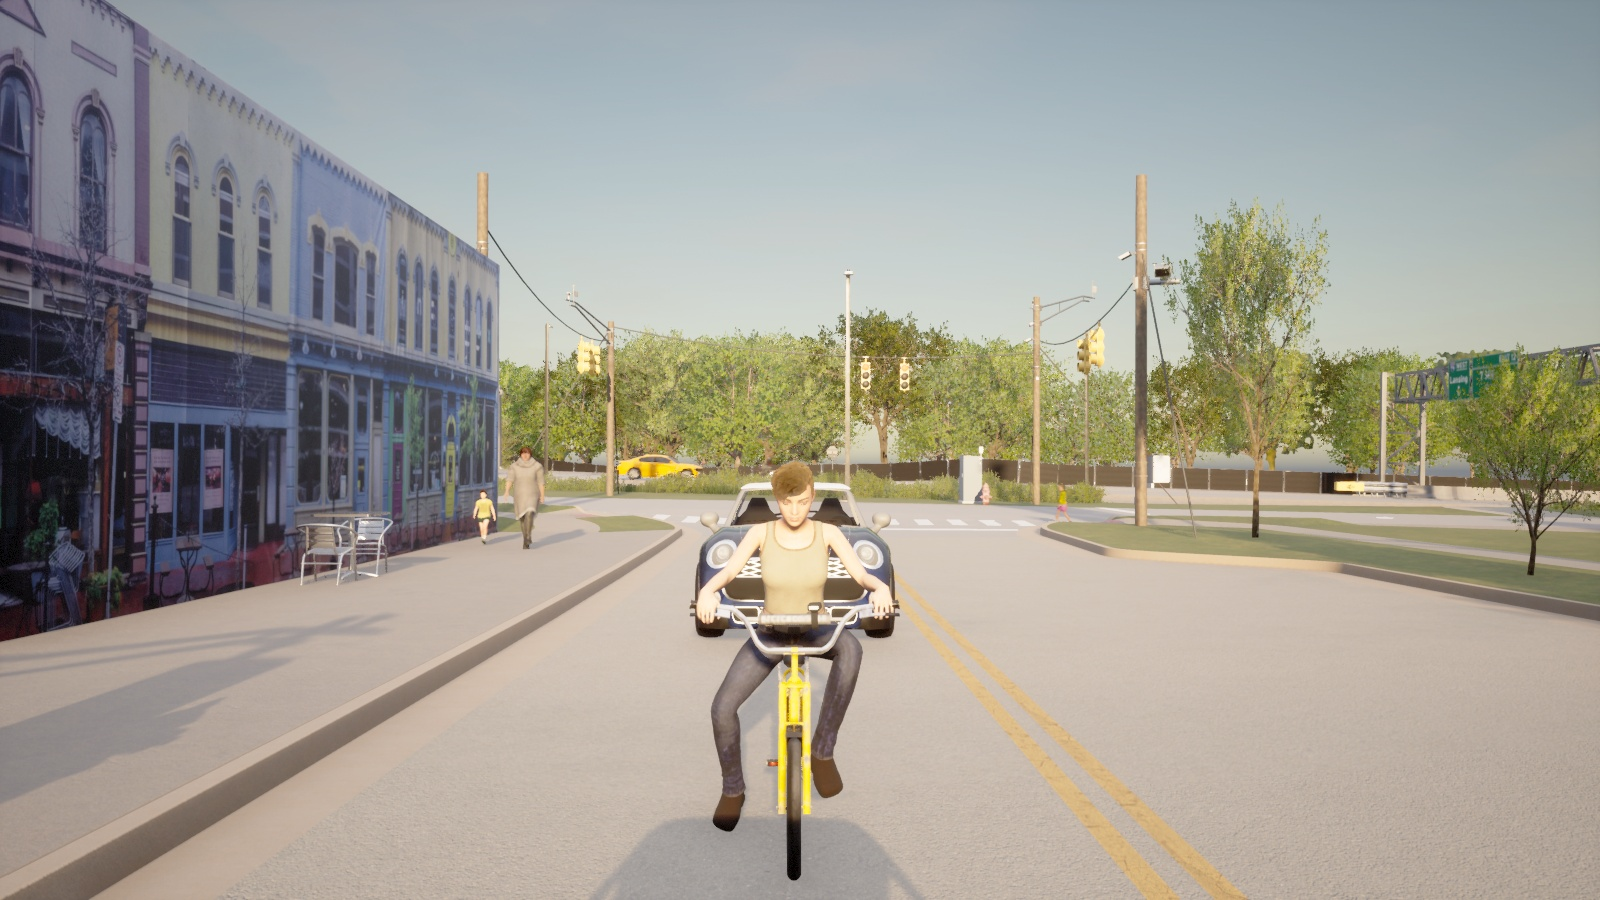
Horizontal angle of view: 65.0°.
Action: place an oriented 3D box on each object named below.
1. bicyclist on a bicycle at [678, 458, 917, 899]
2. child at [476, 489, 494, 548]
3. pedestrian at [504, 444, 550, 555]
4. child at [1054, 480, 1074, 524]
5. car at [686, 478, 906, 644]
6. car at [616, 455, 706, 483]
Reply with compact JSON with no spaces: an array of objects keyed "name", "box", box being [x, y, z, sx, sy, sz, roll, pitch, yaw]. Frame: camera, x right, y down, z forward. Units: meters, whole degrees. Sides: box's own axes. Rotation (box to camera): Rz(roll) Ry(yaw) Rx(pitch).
[{"name":"bicyclist on a bicycle","box":[-0.017,0.853,5.334,0.866,1.612,1.509,0,-1,-1]},{"name":"child","box":[-6.086,1.318,24.250,0.255,1.110,0.394,0,-1,0]},{"name":"pedestrian","box":[-4.895,0.877,22.543,0.659,1.952,0.873,0,-1,-3]},{"name":"child","box":[7.009,1.388,33.391,0.473,1.160,0.299,0,-1,3]},{"name":"car","box":[-0.039,1.037,13.186,1.970,1.475,3.806,0,-1,0]},{"name":"car","box":[-8.082,1.094,73.360,5.008,1.535,1.882,1,-1,0]}]
